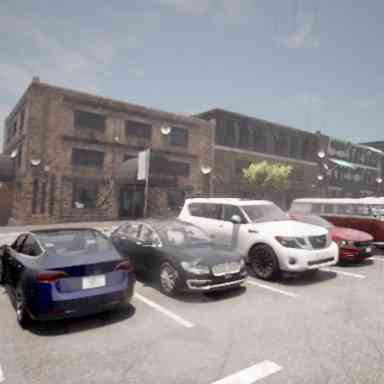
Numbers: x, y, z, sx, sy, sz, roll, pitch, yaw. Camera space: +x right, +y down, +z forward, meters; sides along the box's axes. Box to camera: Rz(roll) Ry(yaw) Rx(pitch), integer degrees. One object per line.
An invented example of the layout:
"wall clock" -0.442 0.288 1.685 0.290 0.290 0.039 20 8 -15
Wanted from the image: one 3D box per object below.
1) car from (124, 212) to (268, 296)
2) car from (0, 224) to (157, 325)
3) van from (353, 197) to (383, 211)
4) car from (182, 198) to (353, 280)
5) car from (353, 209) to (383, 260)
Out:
"car" -0.650 1.481 8.923 2.231 1.521 4.892 0 0 -35
"car" -2.946 1.506 7.324 2.163 1.488 4.792 0 0 -35
"van" 6.284 1.272 13.693 1.878 1.987 4.442 0 0 -35
"car" 1.659 1.235 10.520 2.435 2.045 5.566 0 0 -35
"car" 3.926 1.492 12.170 2.097 1.535 5.008 0 0 -35
